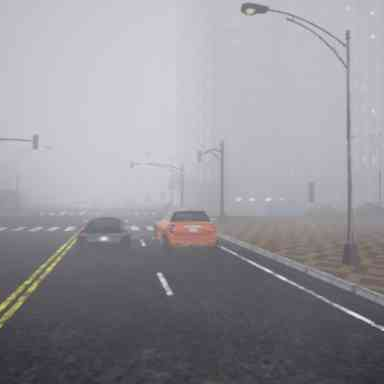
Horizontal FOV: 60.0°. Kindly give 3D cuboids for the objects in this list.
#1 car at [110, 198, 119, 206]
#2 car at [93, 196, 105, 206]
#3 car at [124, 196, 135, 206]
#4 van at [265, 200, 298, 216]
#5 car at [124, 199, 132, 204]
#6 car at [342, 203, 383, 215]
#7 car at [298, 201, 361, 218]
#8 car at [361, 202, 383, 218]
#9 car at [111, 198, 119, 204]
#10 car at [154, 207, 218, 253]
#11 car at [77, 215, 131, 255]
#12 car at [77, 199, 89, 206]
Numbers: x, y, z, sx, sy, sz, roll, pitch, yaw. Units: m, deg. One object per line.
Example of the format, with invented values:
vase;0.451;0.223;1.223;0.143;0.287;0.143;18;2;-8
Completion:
car;-16.913;2.208;72.866;1.812;1.442;4.674;1;-1;-13
car;-19.807;1.856;70.946;2.150;2.045;5.566;1;-1;-13
car;-13.747;1.953;73.616;2.150;2.045;5.566;1;-1;-13
van;10.530;1.854;38.478;3.998;1.788;1.690;0;-2;-13
car;-16.322;2.362;84.996;1.895;1.301;4.718;1;-1;-13
car;21.246;2.130;41.032;4.829;1.417;1.752;0;-2;-13
car;12.670;1.756;30.738;4.829;1.417;1.752;0;-2;-13
car;17.937;1.716;31.998;4.097;1.590;1.967;0;-2;-13
car;-19.485;2.263;84.252;2.033;1.411;5.357;1;-1;-13
car;-0.418;1.479;14.634;2.097;1.767;4.553;1;-1;-13
car;-3.564;1.649;13.788;1.994;1.385;4.181;1;-1;-13
car;-22.987;2.141;70.254;1.994;1.385;4.181;1;-1;-13
